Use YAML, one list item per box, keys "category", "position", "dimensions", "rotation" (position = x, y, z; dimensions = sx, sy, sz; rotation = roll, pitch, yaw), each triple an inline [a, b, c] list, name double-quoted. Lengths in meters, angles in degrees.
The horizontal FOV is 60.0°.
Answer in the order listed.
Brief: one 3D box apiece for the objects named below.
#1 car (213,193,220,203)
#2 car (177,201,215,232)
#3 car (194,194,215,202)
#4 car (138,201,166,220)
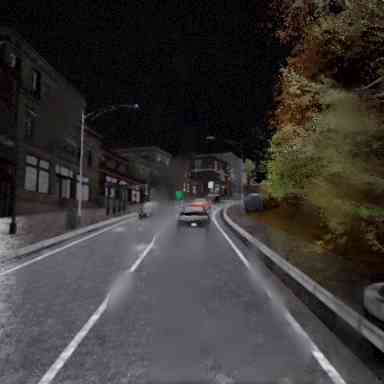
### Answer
- category: "car"
  position: [4.259, 1.331, 69.120]
  dimensions: [2.150, 2.045, 5.566]
  rotation: [-2, 0, 18]
- category: "car"
  position: [0.122, 1.531, 20.195]
  dimensions: [2.128, 1.511, 4.902]
  rotation: [0, 0, 0]
- category: "car"
  position: [1.127, 1.401, 38.044]
  dimensions: [2.097, 1.767, 4.553]
  rotation: [-1, 0, 6]
- category: "car"
  position: [-3.331, 1.568, 28.612]
  dimensions: [1.837, 1.490, 4.892]
  rotation: [0, 0, 3]
